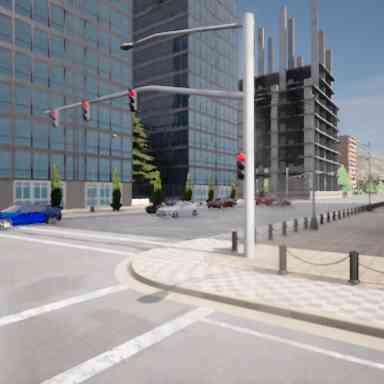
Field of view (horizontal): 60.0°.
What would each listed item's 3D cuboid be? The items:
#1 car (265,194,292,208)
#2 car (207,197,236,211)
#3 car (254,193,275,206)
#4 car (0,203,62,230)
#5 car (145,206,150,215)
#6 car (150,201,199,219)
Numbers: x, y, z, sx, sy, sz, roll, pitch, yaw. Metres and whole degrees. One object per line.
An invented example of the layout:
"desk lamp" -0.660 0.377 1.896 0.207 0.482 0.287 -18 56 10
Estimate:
"car" 13.135 1.507 49.094 2.128 1.511 4.902 0 0 36
"car" 3.805 1.422 42.109 1.882 1.535 5.008 0 0 36
"car" 12.102 1.251 53.583 2.150 2.045 5.566 0 -1 36
"car" -11.008 1.508 21.705 1.882 1.535 5.008 0 0 36
"car" -2.539 1.627 33.541 1.895 1.301 4.718 0 0 36
"car" -1.189 1.539 29.410 1.812 1.442 4.674 0 0 36
